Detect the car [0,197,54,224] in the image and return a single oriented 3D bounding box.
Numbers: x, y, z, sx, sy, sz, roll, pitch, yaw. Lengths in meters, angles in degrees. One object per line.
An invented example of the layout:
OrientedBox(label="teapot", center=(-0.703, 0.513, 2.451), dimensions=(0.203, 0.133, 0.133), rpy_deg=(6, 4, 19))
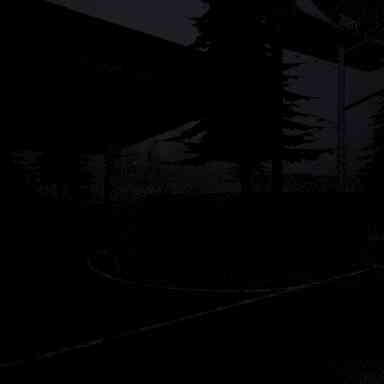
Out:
OrientedBox(label="car", center=(-11.953, 1.313, 23.482), dimensions=(3.866, 1.878, 1.905), rpy_deg=(0, 0, -36))

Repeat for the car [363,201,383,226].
OrientedBox(label="car", center=(11.394, 1.317, 21.322), dimensions=(2.128, 1.511, 4.902), rpy_deg=(0, 1, -36))
